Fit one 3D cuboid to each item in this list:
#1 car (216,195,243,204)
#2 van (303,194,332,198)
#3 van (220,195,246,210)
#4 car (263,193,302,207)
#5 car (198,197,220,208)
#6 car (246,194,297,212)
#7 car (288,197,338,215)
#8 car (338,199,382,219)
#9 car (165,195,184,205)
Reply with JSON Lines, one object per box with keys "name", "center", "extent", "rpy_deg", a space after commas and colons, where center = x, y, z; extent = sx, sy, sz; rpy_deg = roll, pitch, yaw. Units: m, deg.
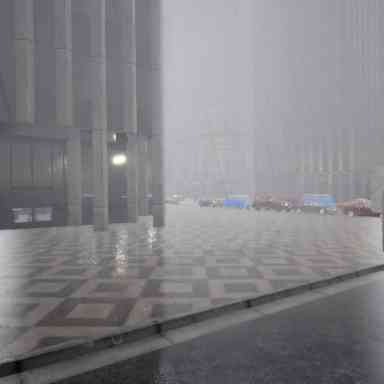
{"name": "car", "center": [6.290, 1.298, 56.451], "extent": [1.752, 1.417, 4.829], "rpy_deg": [-1, 1, -36]}
{"name": "van", "center": [16.024, 1.179, 42.826], "extent": [1.690, 1.788, 3.998], "rpy_deg": [-1, 1, -36]}
{"name": "van", "center": [5.864, 1.295, 42.371], "extent": [1.690, 1.788, 3.998], "rpy_deg": [-1, 1, -36]}
{"name": "car", "center": [12.812, 1.131, 47.321], "extent": [2.192, 1.841, 5.009], "rpy_deg": [-1, 1, -36]}
{"name": "car", "center": [2.651, 1.372, 46.865], "extent": [1.967, 1.590, 4.097], "rpy_deg": [-1, 1, -36]}
{"name": "car", "center": [9.079, 1.291, 37.876], "extent": [2.192, 1.841, 5.009], "rpy_deg": [-1, 1, -36]}
{"name": "car", "center": [12.295, 1.550, 33.384], "extent": [2.008, 1.369, 4.403], "rpy_deg": [-1, 1, -36]}
{"name": "car", "center": [15.509, 1.567, 28.890], "extent": [1.887, 1.381, 4.507], "rpy_deg": [-1, 1, -36]}
{"name": "car", "center": [-3.777, 1.440, 55.855], "extent": [2.008, 1.369, 4.403], "rpy_deg": [-1, 1, -36]}
